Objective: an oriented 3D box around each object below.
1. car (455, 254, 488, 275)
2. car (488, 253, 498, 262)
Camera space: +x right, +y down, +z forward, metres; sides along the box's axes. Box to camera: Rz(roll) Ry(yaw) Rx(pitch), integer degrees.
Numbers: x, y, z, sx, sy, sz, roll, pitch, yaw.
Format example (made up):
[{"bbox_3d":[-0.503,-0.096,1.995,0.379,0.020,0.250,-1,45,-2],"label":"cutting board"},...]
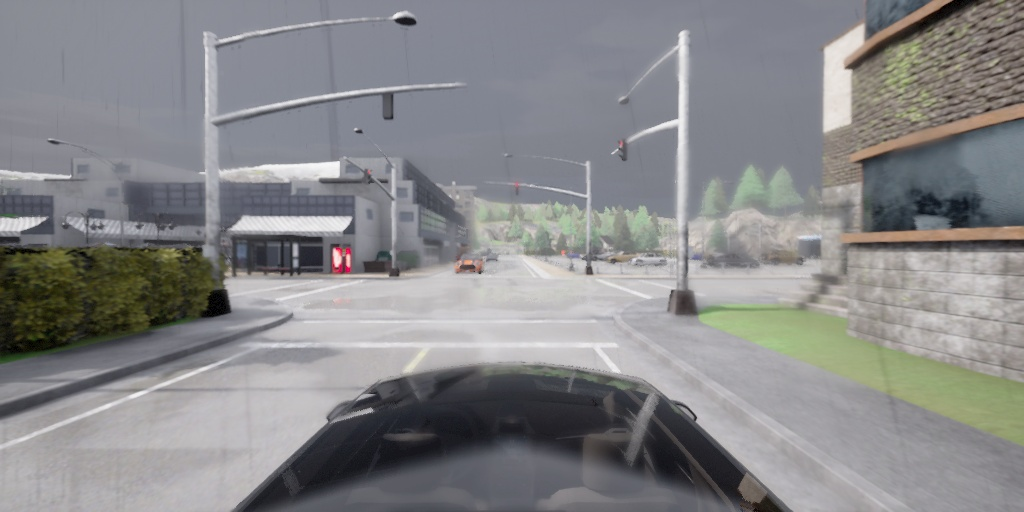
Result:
[{"bbox_3d":[-3.488,0.586,30.368,2.097,1.767,4.553,0,1,0],"label":"car"},{"bbox_3d":[-3.480,0.301,63.780,1.837,1.490,4.892,0,3,0],"label":"car"}]
